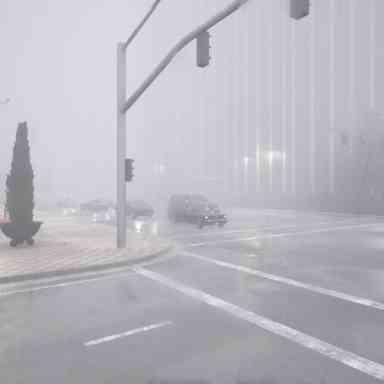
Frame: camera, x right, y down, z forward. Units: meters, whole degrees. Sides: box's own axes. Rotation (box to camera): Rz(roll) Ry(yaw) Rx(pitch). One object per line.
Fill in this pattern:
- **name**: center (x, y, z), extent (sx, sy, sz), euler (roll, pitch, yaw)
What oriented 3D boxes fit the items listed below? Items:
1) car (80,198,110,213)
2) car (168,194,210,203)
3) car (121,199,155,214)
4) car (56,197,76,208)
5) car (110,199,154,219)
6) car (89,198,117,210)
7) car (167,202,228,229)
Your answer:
- **car**: center (-11.097, 1.601, 37.792), extent (1.895, 1.301, 4.718), euler (0, 0, -36)
- **car**: center (0.025, 1.221, 28.372), extent (2.150, 2.045, 5.566), euler (0, 0, -36)
- **car**: center (-5.988, 1.526, 36.707), extent (1.812, 1.442, 4.674), euler (0, 0, -36)
- **car**: center (-18.026, 1.491, 47.466), extent (2.128, 1.511, 4.902), euler (0, 0, -35)
- **car**: center (-5.183, 1.478, 29.600), extent (1.882, 1.535, 5.008), euler (0, 0, -36)
- **car**: center (-12.178, 1.547, 45.292), extent (2.033, 1.411, 5.357), euler (0, 0, -36)
- **car**: center (0.271, 1.601, 21.959), extent (1.895, 1.301, 4.718), euler (0, 0, -34)
